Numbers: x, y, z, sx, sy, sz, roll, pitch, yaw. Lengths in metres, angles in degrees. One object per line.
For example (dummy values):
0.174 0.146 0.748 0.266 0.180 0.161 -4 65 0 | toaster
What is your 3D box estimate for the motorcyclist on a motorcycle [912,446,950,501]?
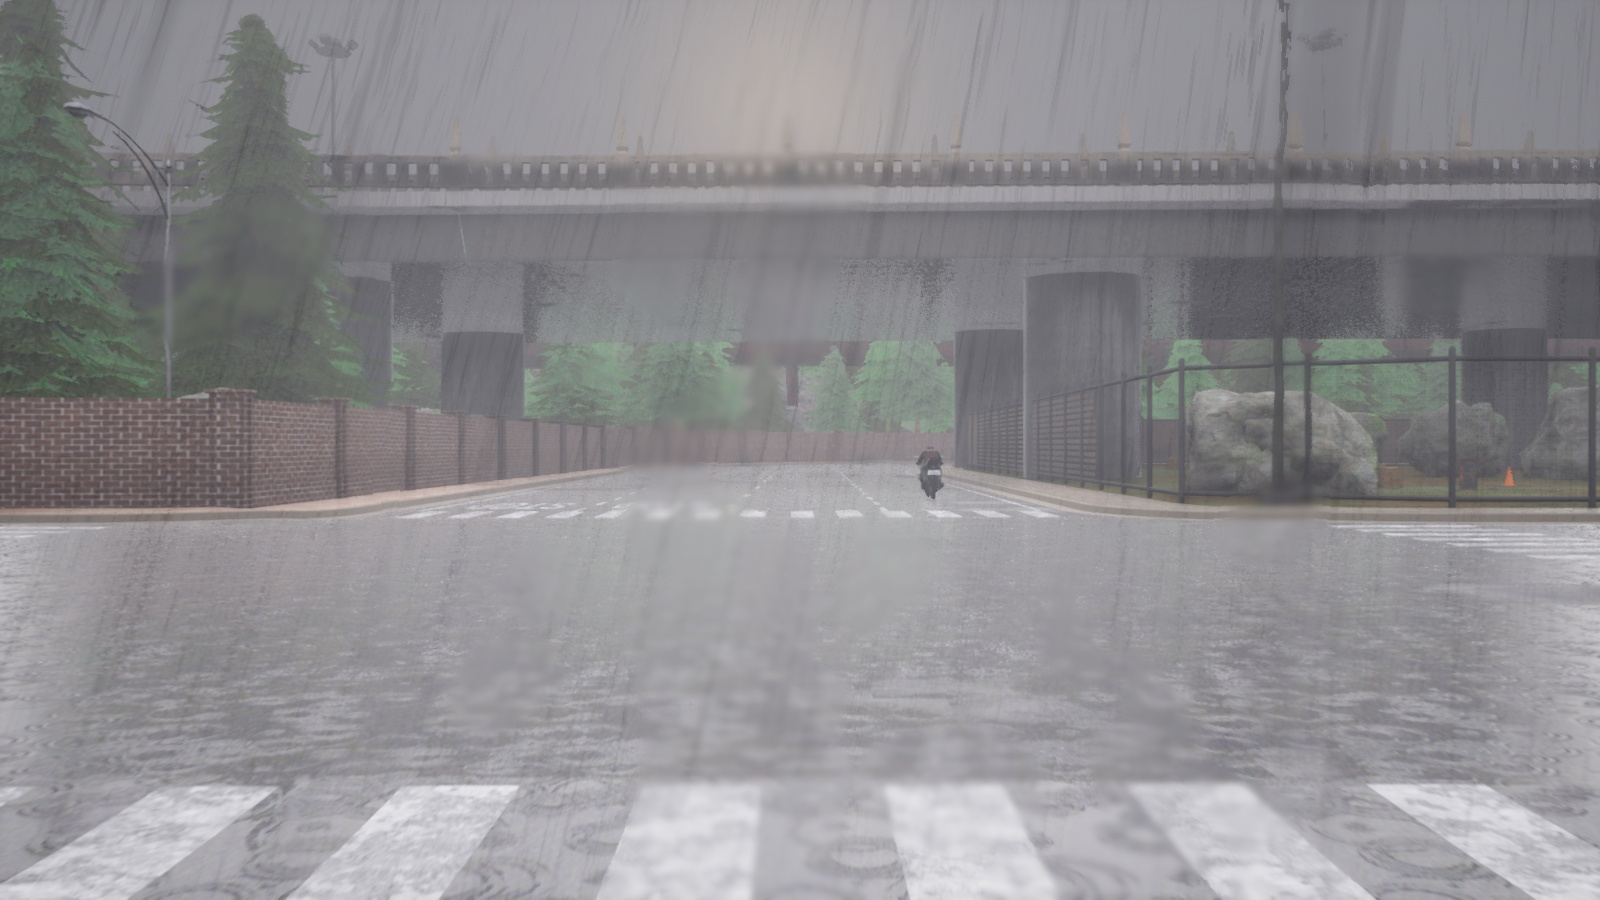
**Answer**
3.684 0.639 35.478 0.866 1.530 2.191 0 0 1 | motorcyclist on a motorcycle
